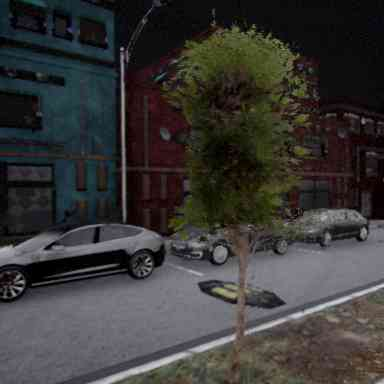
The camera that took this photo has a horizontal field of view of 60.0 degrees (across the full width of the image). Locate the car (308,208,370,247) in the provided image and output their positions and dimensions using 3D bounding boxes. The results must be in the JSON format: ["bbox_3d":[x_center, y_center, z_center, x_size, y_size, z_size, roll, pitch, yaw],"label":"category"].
[{"bbox_3d":[6.132,1.477,14.999,4.892,1.521,2.231,0,0,-36],"label":"car"}]

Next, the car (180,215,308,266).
[{"bbox_3d":[1.549,1.480,11.700,4.892,1.521,2.231,0,0,-36],"label":"car"}]

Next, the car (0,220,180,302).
[{"bbox_3d":[-2.962,1.509,8.453,4.792,1.488,2.163,0,0,-36],"label":"car"}]
